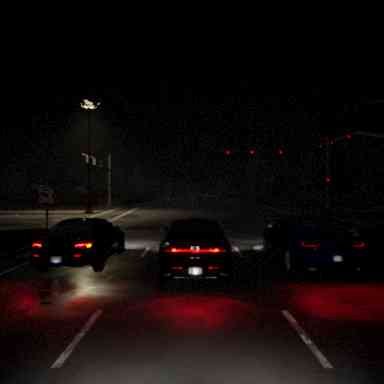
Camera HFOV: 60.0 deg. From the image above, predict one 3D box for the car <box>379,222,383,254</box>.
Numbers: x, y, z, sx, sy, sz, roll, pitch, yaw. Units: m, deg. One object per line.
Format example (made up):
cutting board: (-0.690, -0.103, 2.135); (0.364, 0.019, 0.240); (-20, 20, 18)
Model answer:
car: (7.087, 1.496, 10.503); (2.128, 1.511, 4.902); (0, 0, 0)

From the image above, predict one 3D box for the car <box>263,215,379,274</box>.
car: (3.587, 1.483, 10.629); (1.882, 1.535, 5.008); (0, 0, 0)

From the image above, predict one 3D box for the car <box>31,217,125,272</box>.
car: (-3.416, 1.531, 10.674); (1.812, 1.442, 4.674); (0, 0, 0)

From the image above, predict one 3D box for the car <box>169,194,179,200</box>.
car: (-5.227, 1.398, 94.394); (2.097, 1.767, 4.553); (0, 0, 0)

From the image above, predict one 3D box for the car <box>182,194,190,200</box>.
car: (-1.728, 1.595, 94.027); (1.994, 1.385, 4.181); (0, 0, 0)

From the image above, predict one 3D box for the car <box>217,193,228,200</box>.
car: (8.769, 1.266, 93.183); (2.150, 2.045, 5.566); (0, 0, 0)

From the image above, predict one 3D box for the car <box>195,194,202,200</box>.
car: (1.770, 1.520, 93.597); (1.882, 1.535, 5.008); (0, 0, 0)

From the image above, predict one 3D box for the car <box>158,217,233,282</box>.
car: (0.086, 1.509, 9.754); (1.837, 1.490, 4.892); (0, 0, 0)

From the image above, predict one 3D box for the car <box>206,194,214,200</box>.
car: (5.270, 1.520, 93.583); (1.882, 1.535, 5.008); (0, 0, 0)
